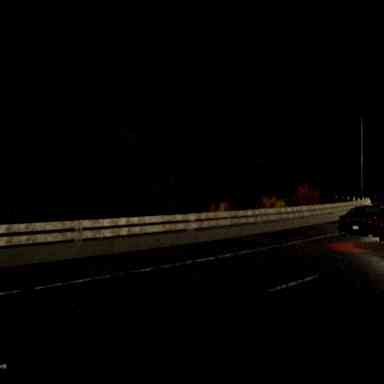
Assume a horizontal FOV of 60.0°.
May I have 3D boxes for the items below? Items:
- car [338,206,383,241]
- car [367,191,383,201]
[{"bbox_3d":[8.948,1.408,16.382,1.882,1.535,5.008,0,0,45],"label":"car"},{"bbox_3d":[37.462,0.791,67.764,2.150,2.045,5.566,0,0,11],"label":"car"}]
